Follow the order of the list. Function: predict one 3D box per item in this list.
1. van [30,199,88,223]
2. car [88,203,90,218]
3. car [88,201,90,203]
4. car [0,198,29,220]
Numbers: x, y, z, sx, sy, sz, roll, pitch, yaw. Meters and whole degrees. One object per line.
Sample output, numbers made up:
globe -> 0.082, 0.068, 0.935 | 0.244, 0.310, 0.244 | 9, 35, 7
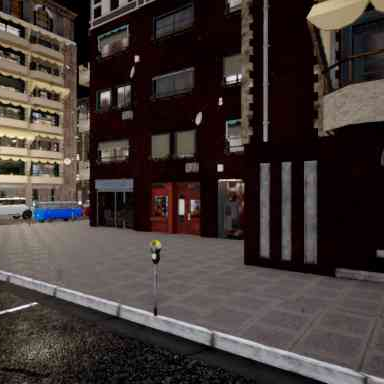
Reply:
van -> -11.375, 1.706, 28.473 | 1.690, 1.788, 3.998 | -1, -2, 35
car -> -8.306, 2.037, 33.083 | 1.947, 1.339, 4.313 | -1, -2, 35
car -> -11.418, 2.079, 38.624 | 1.994, 1.385, 4.181 | 0, -1, 35
car -> -17.156, 1.546, 30.576 | 2.150, 2.045, 5.566 | 0, -1, 34
